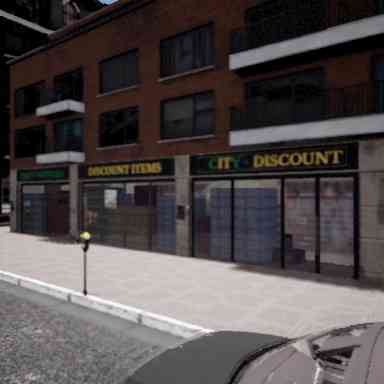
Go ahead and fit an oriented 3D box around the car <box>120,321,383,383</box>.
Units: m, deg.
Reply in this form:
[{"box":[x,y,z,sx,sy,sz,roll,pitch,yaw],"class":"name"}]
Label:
[{"box":[1.353,1.551,1.912,4.403,1.369,2.008,0,0,35],"class":"car"}]
